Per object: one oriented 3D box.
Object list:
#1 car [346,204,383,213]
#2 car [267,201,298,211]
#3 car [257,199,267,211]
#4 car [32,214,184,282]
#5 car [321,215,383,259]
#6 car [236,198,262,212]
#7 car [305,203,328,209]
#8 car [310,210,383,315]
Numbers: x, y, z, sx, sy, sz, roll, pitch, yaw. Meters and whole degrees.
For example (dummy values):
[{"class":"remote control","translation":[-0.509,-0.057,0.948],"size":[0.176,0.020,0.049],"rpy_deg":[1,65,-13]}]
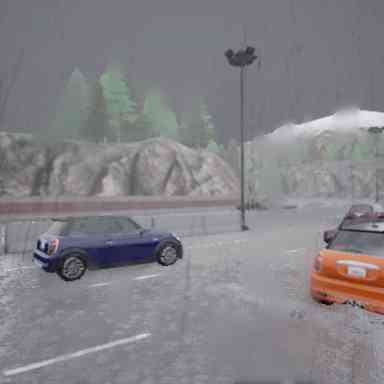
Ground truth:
[{"class":"car","translation":[12.503,1.600,23.344],"size":[4.553,1.767,2.097],"rpy_deg":[0,-1,-44]},{"class":"car","translation":[12.216,2.014,43.733],"size":[1.882,1.535,5.008],"rpy_deg":[-1,-1,41]},{"class":"car","translation":[11.923,2.115,48.835],"size":[1.837,1.490,4.892],"rpy_deg":[-1,-1,39]},{"class":"car","translation":[-2.481,1.522,10.617],"size":[4.553,1.767,2.097],"rpy_deg":[0,-1,-37]},{"class":"car","translation":[7.544,1.751,13.991],"size":[4.718,1.301,1.895],"rpy_deg":[0,-1,-40]},{"class":"car","translation":[8.900,1.875,50.659],"size":[2.150,2.045,5.566],"rpy_deg":[-1,-1,40]},{"class":"car","translation":[16.136,2.062,42.957],"size":[1.994,1.385,4.181],"rpy_deg":[-1,-1,40]},{"class":"car","translation":[4.560,1.426,7.162],"size":[4.553,1.767,2.097],"rpy_deg":[0,-1,-38]}]
